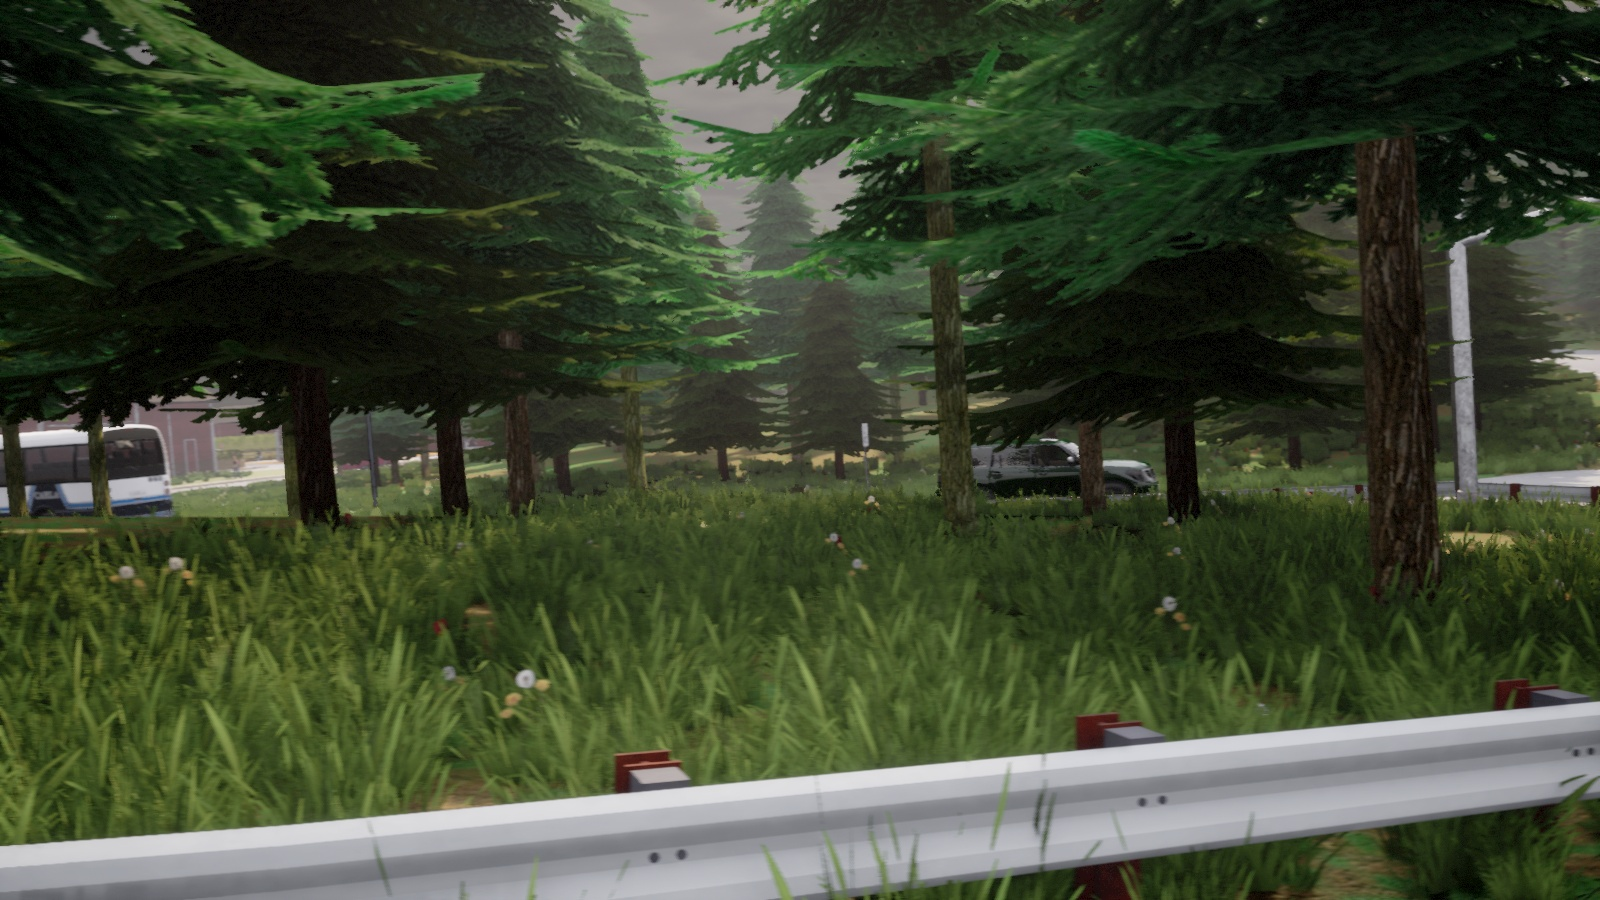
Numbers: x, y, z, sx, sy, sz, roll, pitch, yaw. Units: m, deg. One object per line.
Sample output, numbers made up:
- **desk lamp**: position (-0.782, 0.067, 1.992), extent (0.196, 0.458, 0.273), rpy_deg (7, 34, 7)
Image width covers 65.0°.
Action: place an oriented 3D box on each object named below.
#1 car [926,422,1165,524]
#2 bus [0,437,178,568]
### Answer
- **car**: position (6.234, 0.577, 31.860), extent (5.566, 2.045, 2.150), rpy_deg (-4, 2, 19)
- **bus**: position (-29.503, 2.127, 47.876), extent (10.273, 4.253, 3.944), rpy_deg (-5, 2, 19)
